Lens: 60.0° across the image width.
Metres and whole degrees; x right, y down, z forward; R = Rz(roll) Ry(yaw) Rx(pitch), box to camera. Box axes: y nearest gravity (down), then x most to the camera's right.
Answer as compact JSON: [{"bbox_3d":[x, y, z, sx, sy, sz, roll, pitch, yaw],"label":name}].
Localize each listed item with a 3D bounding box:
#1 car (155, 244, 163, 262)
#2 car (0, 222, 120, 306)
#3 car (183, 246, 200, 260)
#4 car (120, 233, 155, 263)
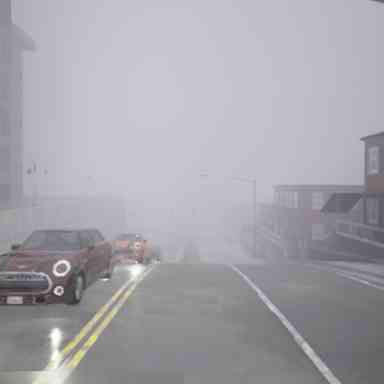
[{"bbox_3d":[-3.625,5.324,29.294,1.882,1.535,5.008,0,-12,0],"label":"car"},{"bbox_3d":[-3.592,1.752,9.032,2.097,1.767,4.553,0,-4,0],"label":"car"},{"bbox_3d":[-0.058,7.391,39.453,1.895,1.301,4.718,0,-9,0],"label":"car"},{"bbox_3d":[-3.606,3.137,19.120,2.097,1.767,4.553,0,-11,0],"label":"car"}]
